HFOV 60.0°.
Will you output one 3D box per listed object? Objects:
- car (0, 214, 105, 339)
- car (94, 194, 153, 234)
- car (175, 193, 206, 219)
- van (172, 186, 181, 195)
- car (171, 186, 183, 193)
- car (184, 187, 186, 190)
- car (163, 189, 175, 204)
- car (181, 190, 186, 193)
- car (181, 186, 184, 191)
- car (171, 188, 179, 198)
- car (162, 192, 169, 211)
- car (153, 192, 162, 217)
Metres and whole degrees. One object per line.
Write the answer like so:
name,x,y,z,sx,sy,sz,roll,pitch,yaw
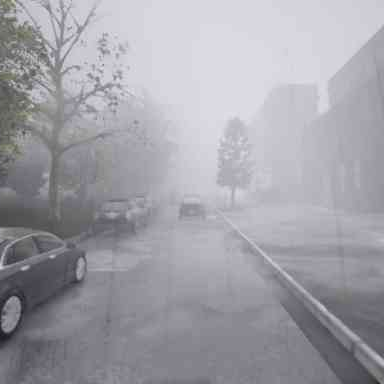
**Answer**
car,-3.634,1.447,6.568,2.231,1.521,4.892,1,1,2
car,-3.653,1.132,17.702,2.185,1.767,4.553,0,1,2
car,0.020,1.109,24.748,1.882,1.535,5.008,0,1,0
van,-3.642,-0.310,79.113,1.878,1.987,4.442,0,1,2
car,-3.647,0.169,67.858,2.097,1.535,5.008,0,1,2
car,-3.645,-0.328,90.134,2.097,1.535,5.008,0,1,2
car,-3.642,0.781,40.201,1.946,1.575,5.366,0,1,2
car,0.060,0.870,39.339,2.033,1.411,5.357,0,1,0
car,-3.646,-0.209,73.456,2.435,2.045,5.566,0,1,2
car,-3.647,0.573,51.185,2.163,1.488,4.792,0,1,2
car,-3.651,1.027,28.869,2.231,1.521,4.892,0,1,2
car,-3.653,1.017,23.272,2.185,1.767,4.553,0,1,2
